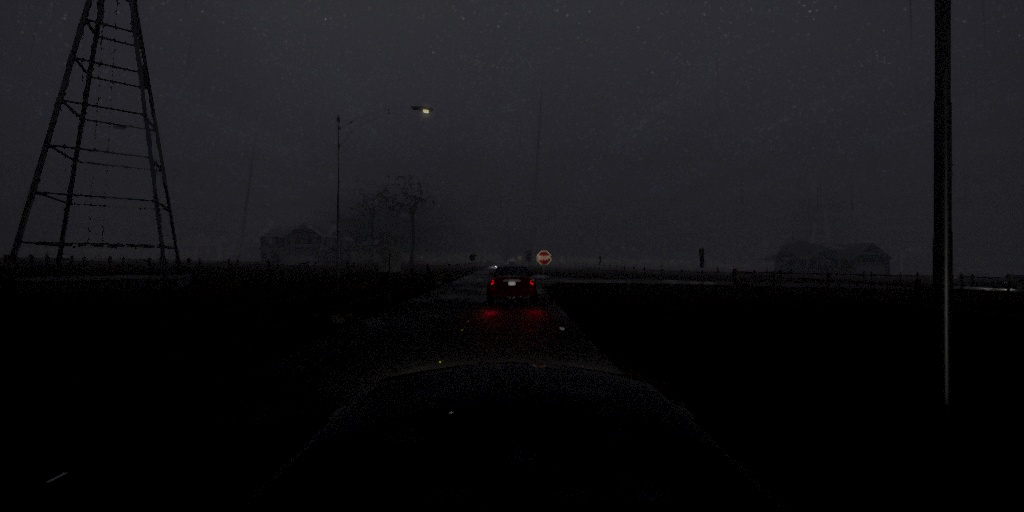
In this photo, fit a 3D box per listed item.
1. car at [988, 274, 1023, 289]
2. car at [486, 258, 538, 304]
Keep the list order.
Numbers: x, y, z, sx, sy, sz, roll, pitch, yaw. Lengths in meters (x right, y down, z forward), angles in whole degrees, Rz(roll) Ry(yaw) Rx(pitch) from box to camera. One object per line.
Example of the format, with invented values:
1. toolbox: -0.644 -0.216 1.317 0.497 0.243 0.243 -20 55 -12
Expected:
1. car: 49.142 2.496 34.589 4.892 1.490 1.837 1 -1 0
2. car: 0.000 1.128 16.474 2.097 1.767 4.553 0 0 0
